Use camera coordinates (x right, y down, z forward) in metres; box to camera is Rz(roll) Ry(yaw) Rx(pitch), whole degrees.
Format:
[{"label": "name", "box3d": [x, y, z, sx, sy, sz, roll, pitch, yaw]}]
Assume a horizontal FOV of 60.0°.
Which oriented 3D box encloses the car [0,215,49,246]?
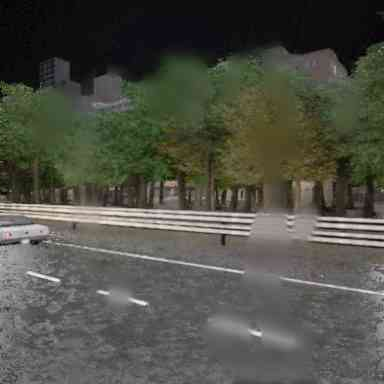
[{"label": "car", "box3d": [-8.162, 1.604, 13.998, 4.718, 1.301, 1.895, 0, 0, 36]}]
